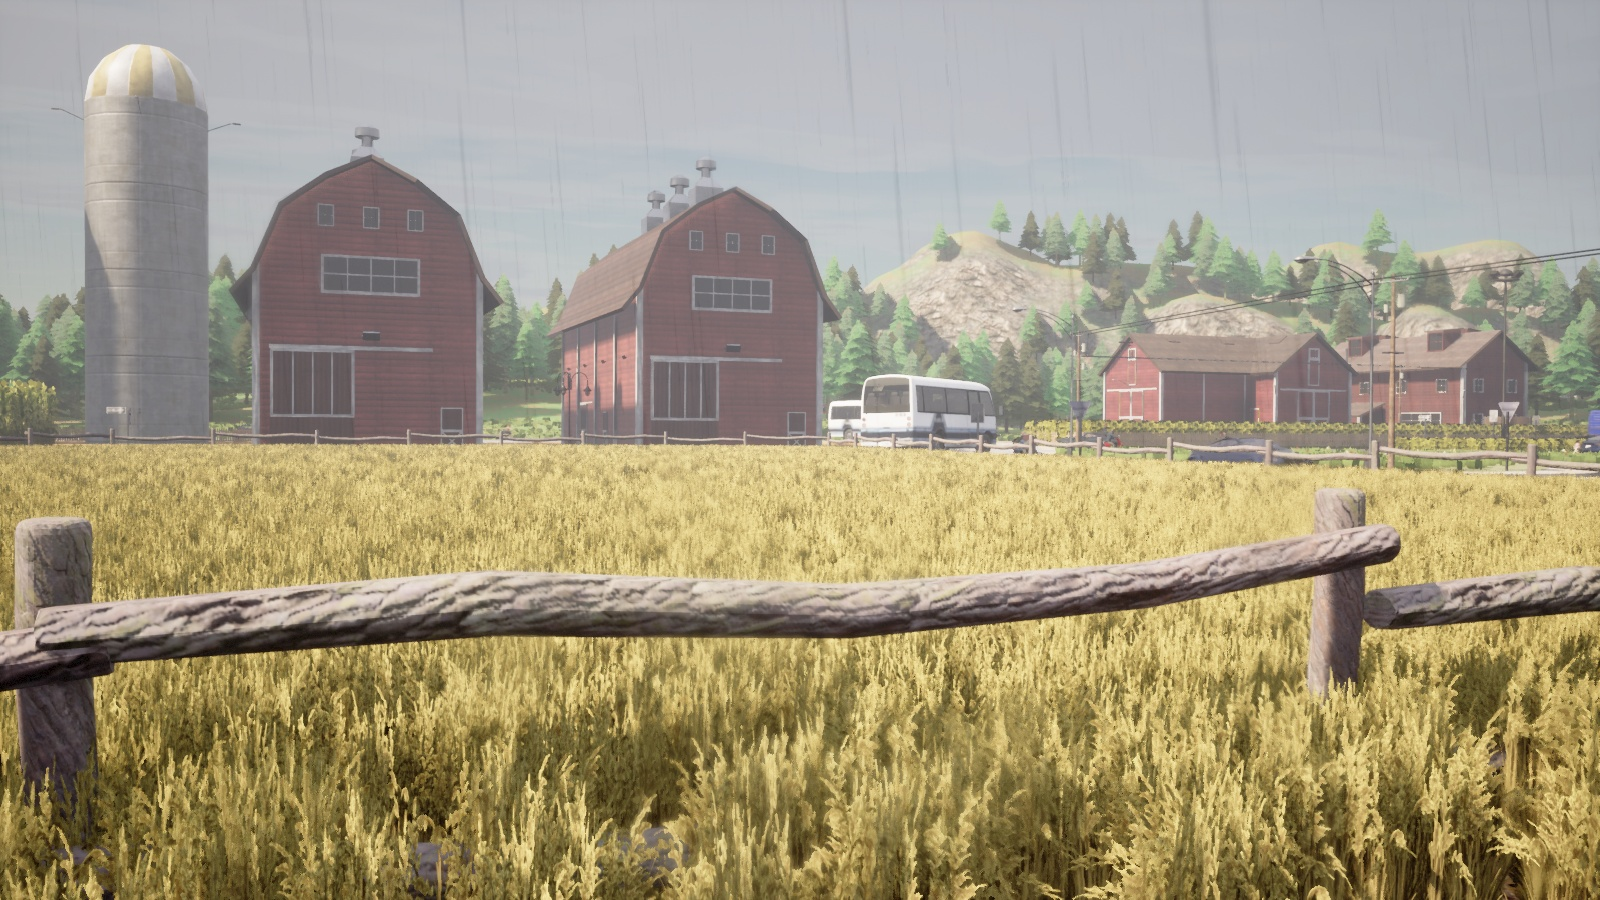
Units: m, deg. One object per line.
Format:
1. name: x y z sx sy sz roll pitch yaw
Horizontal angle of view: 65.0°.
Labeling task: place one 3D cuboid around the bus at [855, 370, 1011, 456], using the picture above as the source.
1. bus: 7.470 -1.907 68.718 3.944 4.253 10.273 -2 0 34

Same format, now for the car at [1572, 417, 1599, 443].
1. car: 48.376 -1.197 73.974 4.792 1.488 2.163 -1 1 -13

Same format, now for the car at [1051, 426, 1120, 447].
1. car: 19.533 -0.947 85.974 4.181 1.385 1.994 0 1 -5

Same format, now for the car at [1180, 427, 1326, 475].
1. car: 13.888 -0.003 38.776 1.994 1.385 4.181 -1 1 -21
